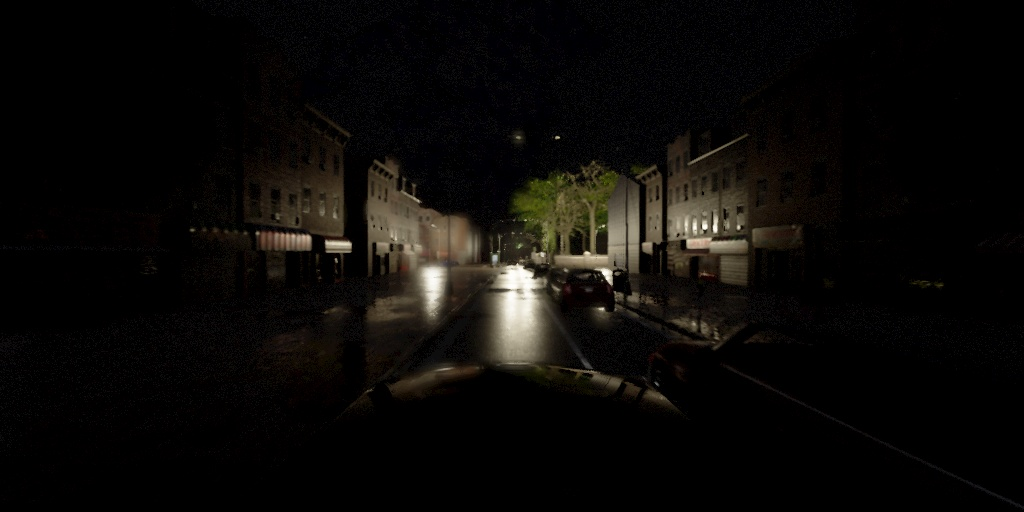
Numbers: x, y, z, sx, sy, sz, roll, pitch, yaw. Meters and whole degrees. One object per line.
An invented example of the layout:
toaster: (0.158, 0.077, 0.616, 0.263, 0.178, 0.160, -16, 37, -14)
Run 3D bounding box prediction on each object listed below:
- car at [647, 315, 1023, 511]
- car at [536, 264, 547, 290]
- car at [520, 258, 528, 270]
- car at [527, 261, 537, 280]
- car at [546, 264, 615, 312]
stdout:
car: (2.638, 1.190, 2.897, 1.967, 1.591, 4.097, 0, 0, 0)
car: (2.636, 1.311, 19.762, 2.007, 1.370, 4.403, 0, 0, 0)
car: (2.632, 1.412, 53.492, 1.948, 1.339, 4.313, 0, 0, 0)
car: (2.635, 1.328, 31.006, 2.007, 1.370, 4.403, 0, 0, 0)
car: (2.636, 1.194, 14.141, 1.967, 1.591, 4.097, 0, 0, 0)
